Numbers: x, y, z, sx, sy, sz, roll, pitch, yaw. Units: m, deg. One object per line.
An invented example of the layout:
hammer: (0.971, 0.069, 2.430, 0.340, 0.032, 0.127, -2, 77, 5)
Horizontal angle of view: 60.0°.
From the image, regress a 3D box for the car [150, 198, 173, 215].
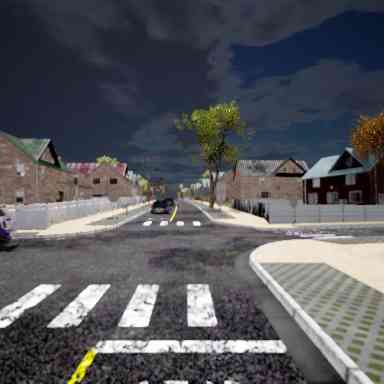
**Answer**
car: (-3.245, 1.605, 34.676, 1.812, 1.442, 4.674, 0, 0, -1)

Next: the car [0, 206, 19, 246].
car: (-8.895, 1.238, 12.059, 4.553, 1.767, 2.097, 1, -4, -18)

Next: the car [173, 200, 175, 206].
car: (-4.152, 1.767, 61.328, 1.812, 1.442, 4.674, 0, 0, -2)
